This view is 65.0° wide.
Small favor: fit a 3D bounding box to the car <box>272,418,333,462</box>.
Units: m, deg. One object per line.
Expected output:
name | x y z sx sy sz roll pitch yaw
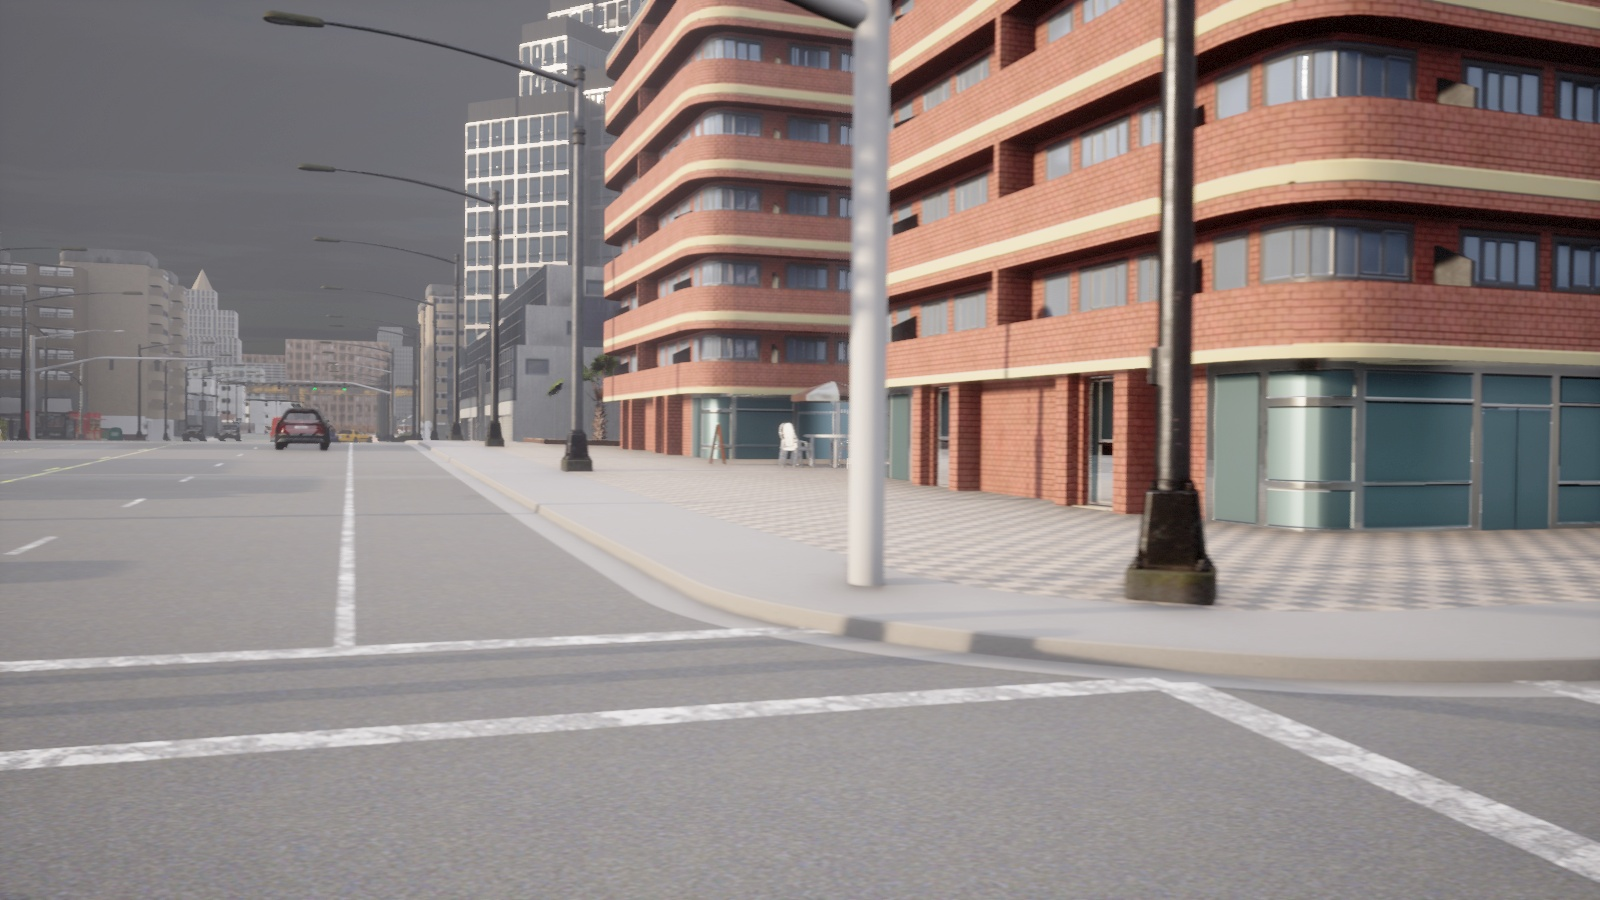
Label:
car | -19.621 -0.446 49.704 2.033 1.649 4.856 -1 2 -20
